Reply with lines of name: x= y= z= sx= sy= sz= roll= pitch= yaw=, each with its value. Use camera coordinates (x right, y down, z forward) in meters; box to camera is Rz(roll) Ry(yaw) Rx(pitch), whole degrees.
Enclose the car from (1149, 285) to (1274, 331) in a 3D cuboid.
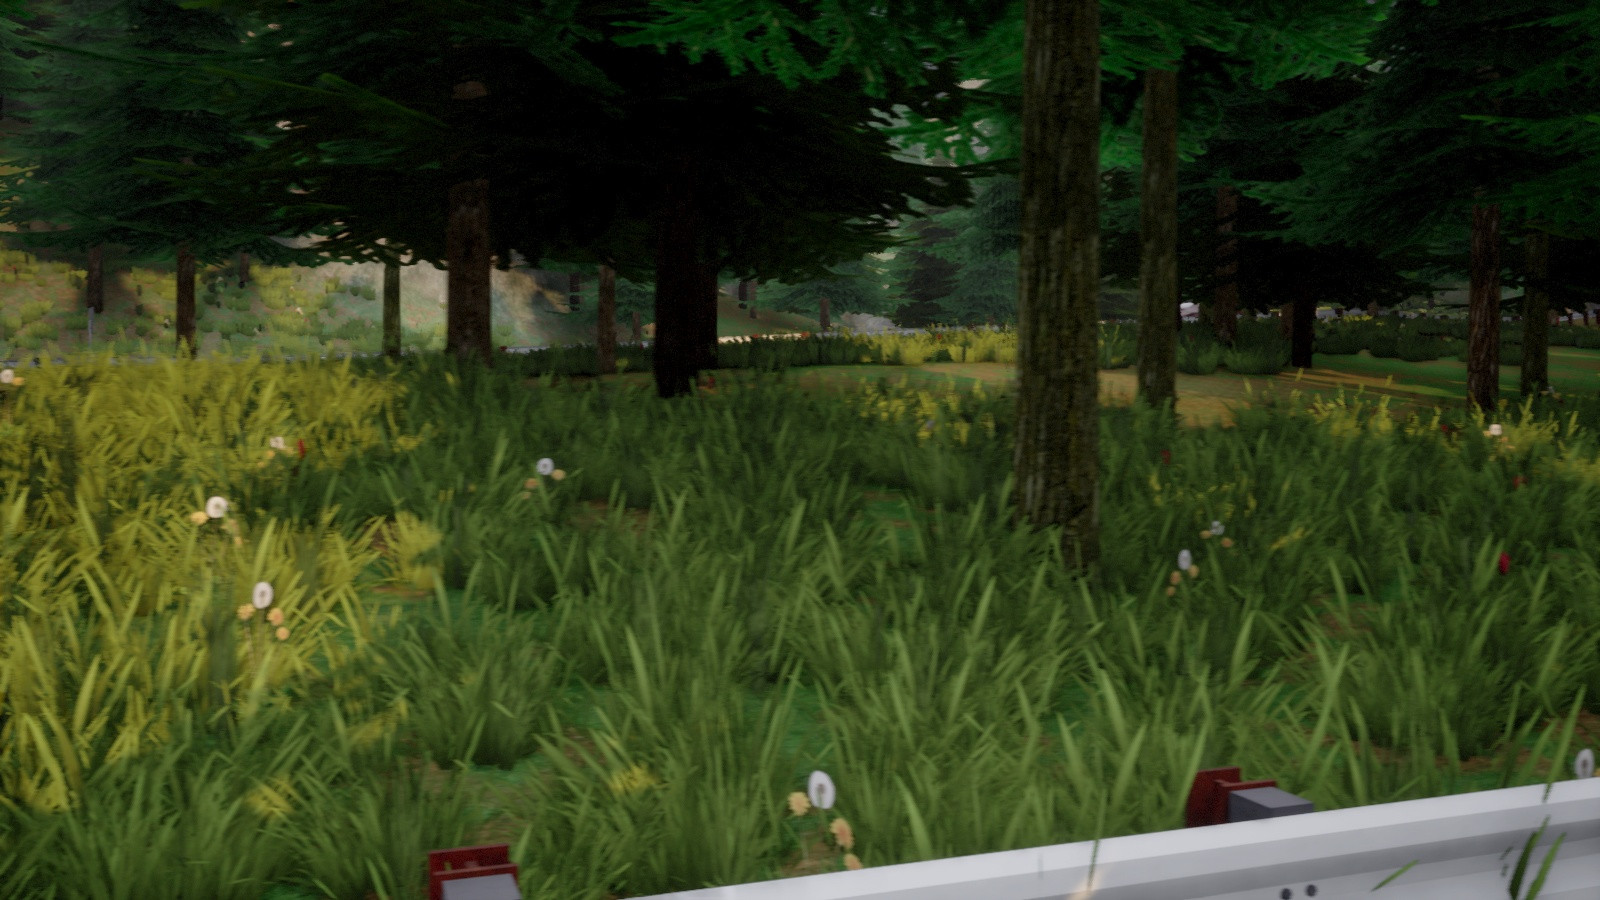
car: x=16.399 y=-5.649 z=50.030 sx=4.674 sy=1.442 sz=1.812 roll=-6 pitch=3 yaw=-24
